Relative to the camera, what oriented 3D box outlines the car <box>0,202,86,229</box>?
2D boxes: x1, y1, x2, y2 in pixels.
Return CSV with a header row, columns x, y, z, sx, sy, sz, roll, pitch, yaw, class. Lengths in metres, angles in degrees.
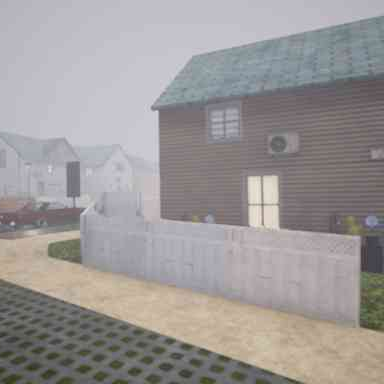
x,y,z,sx,sy,sz,roll,pitch,yaw,class
-7.504,1.176,17.755,1.895,1.301,4.718,-2,0,26,car
